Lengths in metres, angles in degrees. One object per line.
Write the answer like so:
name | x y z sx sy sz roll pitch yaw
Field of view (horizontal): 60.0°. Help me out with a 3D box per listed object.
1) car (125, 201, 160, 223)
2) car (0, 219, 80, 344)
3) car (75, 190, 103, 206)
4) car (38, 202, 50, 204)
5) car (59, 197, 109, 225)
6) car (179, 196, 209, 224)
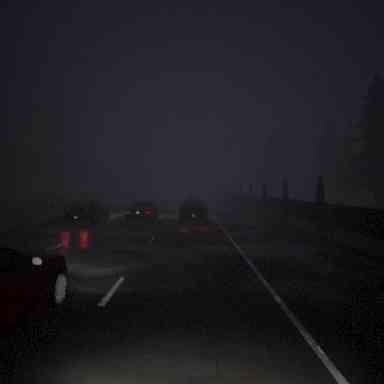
car | -3.397 1.321 23.309 2.033 1.411 5.357 0 1 0
car | -3.399 1.431 4.639 1.882 1.535 5.008 0 1 0
car | -14.085 0.775 45.901 2.150 2.045 5.566 0 1 0
car | -17.577 1.103 41.690 1.837 1.490 4.892 0 0 0
car | -6.896 1.276 22.142 2.128 1.511 4.902 0 1 0
car | 0.103 1.258 22.585 1.882 1.535 5.008 0 1 0
